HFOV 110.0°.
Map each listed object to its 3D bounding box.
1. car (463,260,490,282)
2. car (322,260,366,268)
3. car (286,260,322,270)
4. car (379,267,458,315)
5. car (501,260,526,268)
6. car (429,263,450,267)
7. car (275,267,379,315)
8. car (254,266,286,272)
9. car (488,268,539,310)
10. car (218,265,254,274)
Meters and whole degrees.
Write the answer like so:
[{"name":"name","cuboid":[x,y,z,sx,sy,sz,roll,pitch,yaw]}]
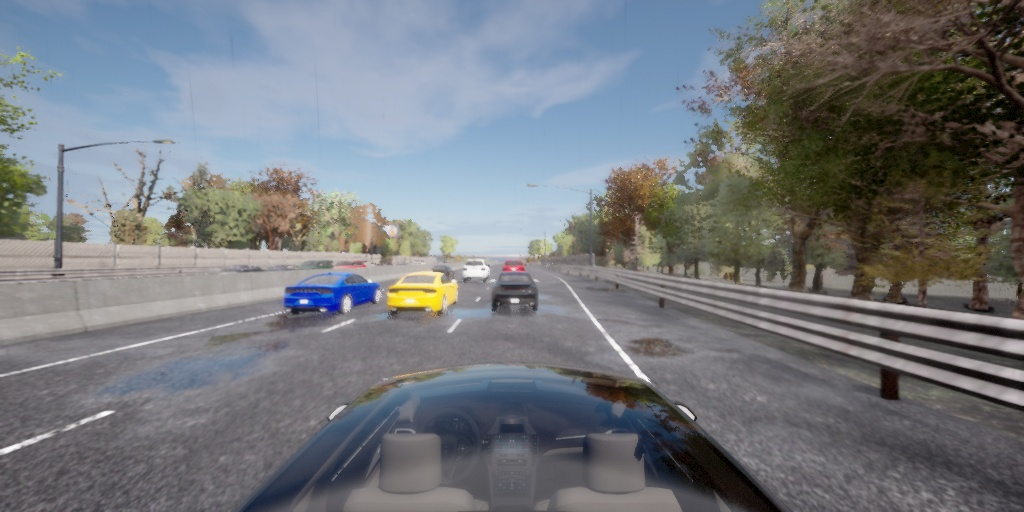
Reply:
[{"name":"car","cuboid":[-3.328,1.389,34.306,2.150,2.045,5.566,0,-1,0]},{"name":"car","cuboid":[-17.512,1.440,38.346,2.150,2.045,5.566,0,-1,0]},{"name":"car","cuboid":[-21.012,1.438,38.217,2.150,2.045,5.566,0,-1,0]},{"name":"car","cuboid":[-3.383,1.387,14.448,1.882,1.535,5.008,0,-1,0]},{"name":"car","cuboid":[0.172,1.390,34.357,2.150,2.045,5.566,0,-1,0]},{"name":"car","cuboid":[-6.826,1.686,35.360,1.837,1.490,4.892,0,-1,0]},{"name":"car","cuboid":[-6.883,1.385,14.366,1.882,1.535,5.008,0,0,0]},{"name":"car","cuboid":[-24.510,1.775,37.867,1.994,1.385,4.181,0,-1,0]},{"name":"car","cuboid":[0.122,1.431,15.624,1.837,1.490,4.892,0,-1,0]},{"name":"car","cuboid":[-27.848,1.689,36.868,2.128,1.511,4.902,0,-1,-1]}]
